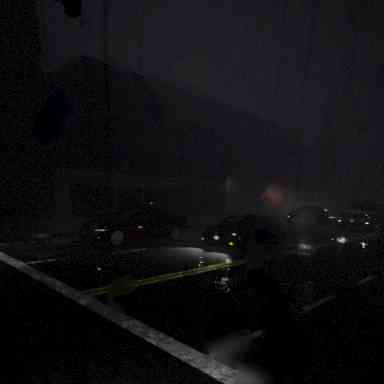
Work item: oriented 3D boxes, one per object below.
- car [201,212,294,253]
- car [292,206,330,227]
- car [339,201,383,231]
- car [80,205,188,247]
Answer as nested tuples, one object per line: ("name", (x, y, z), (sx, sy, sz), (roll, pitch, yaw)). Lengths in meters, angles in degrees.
("car", (2.339, 1.648, 14.333), (1.994, 1.385, 4.181), (3, 0, 44))
("car", (9.311, 1.881, 26.492), (1.837, 1.490, 4.892), (3, 0, 44))
("car", (13.262, 1.773, 25.519), (2.150, 2.045, 5.566), (3, 0, 44))
("car", (-2.362, 1.353, 14.521), (1.882, 1.535, 5.008), (3, 0, 44))
